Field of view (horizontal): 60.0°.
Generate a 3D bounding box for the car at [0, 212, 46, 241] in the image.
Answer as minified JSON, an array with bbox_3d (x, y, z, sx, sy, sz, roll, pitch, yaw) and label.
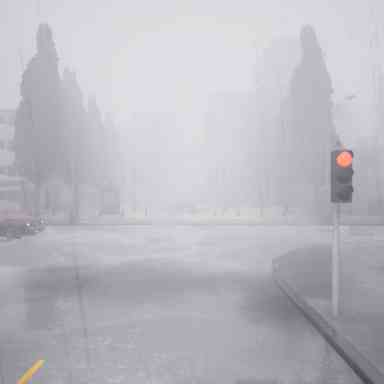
[{"bbox_3d":[-9.718,1.591,16.123,4.718,1.301,1.895,0,0,0],"label":"car"}]
